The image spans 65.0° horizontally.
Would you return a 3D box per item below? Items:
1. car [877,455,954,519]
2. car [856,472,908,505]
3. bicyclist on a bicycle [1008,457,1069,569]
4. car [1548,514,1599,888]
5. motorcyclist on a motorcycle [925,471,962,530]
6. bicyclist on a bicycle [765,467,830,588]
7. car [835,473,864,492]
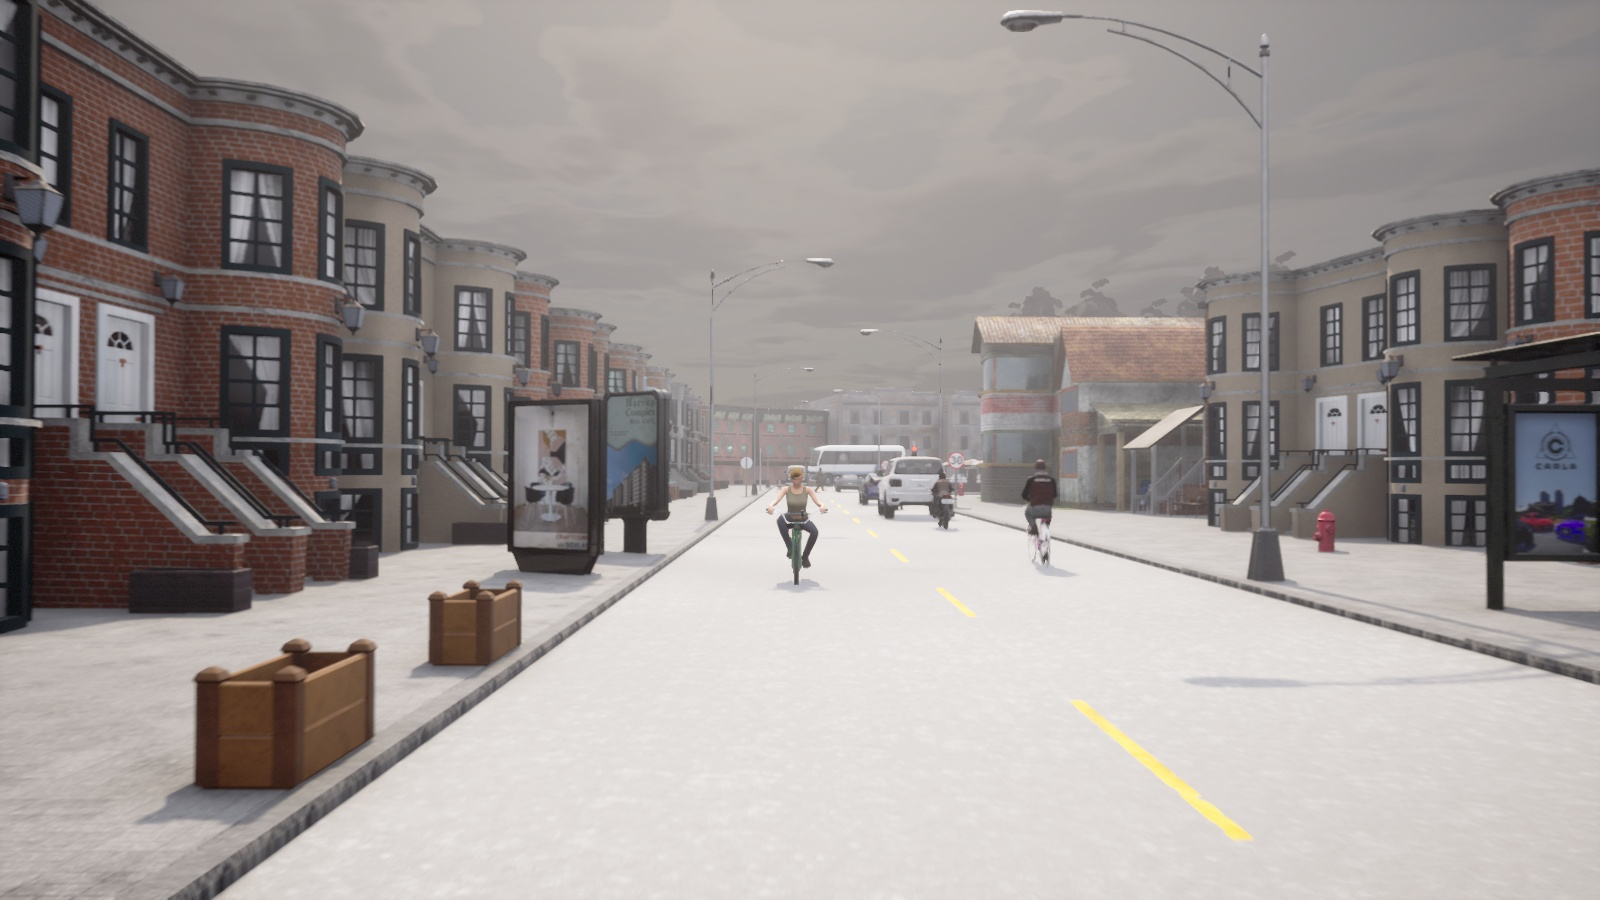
[{"bbox_3d":[3.897,1.243,43.315,2.150,2.045,5.566,0,-1,0],"label":"car"},{"bbox_3d":[3.857,1.797,59.600,2.163,1.488,4.792,0,-1,0],"label":"car"},{"bbox_3d":[3.951,1.019,20.907,0.659,1.776,1.843,0,-1,0],"label":"bicyclist on a bicycle"},{"bbox_3d":[3.993,0.911,2.920,1.994,1.385,4.181,0,-1,0],"label":"car"},{"bbox_3d":[3.919,1.359,34.432,0.797,1.523,2.044,0,0,0],"label":"motorcyclist on a motorcycle"},{"bbox_3d":[-0.036,1.045,17.545,0.866,1.612,1.509,0,-1,0],"label":"bicyclist on a bicycle"},{"bbox_3d":[3.742,2.458,95.270,1.994,1.385,4.181,0,-1,0],"label":"car"}]
